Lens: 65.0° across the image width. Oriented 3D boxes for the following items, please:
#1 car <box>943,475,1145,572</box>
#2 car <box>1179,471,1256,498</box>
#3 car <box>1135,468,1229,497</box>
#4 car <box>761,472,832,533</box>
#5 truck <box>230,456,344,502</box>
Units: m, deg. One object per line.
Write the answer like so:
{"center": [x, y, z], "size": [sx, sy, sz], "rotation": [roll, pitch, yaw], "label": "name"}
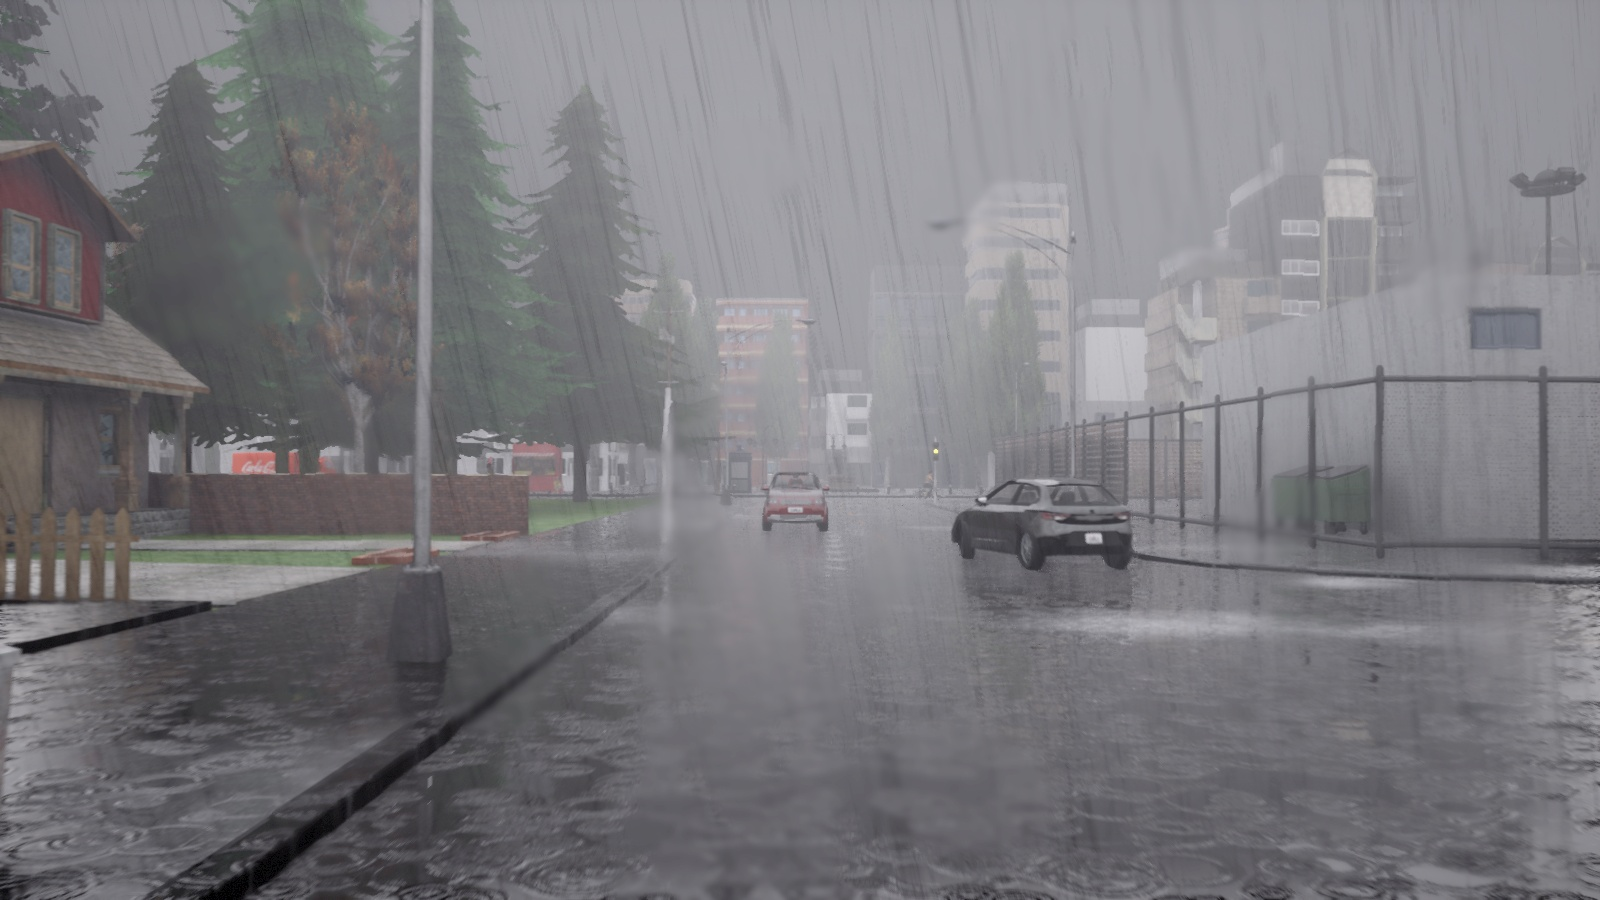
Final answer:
{"center": [4.063, 1.175, 21.655], "size": [1.816, 1.474, 4.193], "rotation": [0, -1, -14], "label": "car"}
{"center": [22.948, 1.894, 69.158], "size": [3.633, 1.501, 1.845], "rotation": [0, -1, 0], "label": "car"}
{"center": [22.230, 1.880, 73.157], "size": [4.856, 1.649, 2.033], "rotation": [0, -1, 0], "label": "car"}
{"center": [-0.105, 1.358, 33.720], "size": [1.789, 1.549, 3.705], "rotation": [0, -1, -1], "label": "car"}
{"center": [-28.120, 1.595, 68.982], "size": [5.204, 2.467, 2.627], "rotation": [0, -1, 0], "label": "truck"}
